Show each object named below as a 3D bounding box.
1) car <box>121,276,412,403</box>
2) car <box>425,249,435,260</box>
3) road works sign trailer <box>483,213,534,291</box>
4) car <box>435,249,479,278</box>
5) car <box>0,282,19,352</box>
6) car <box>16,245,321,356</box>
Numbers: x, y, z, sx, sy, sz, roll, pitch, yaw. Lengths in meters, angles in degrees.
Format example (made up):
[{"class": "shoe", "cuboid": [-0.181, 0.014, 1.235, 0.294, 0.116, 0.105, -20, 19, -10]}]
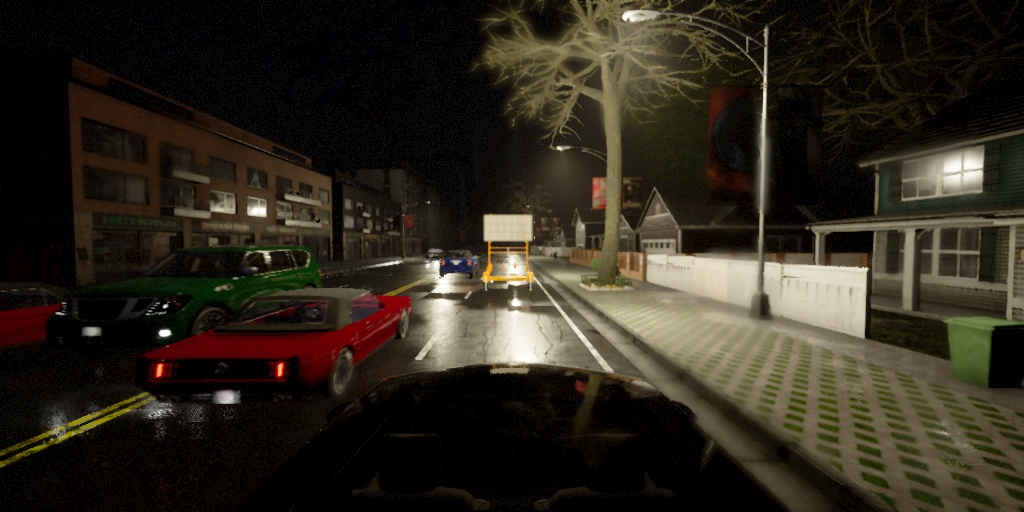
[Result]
[{"class": "car", "cuboid": [-3.201, 1.209, 6.195, 1.895, 1.301, 4.718, 0, 2, -1]}, {"class": "car", "cuboid": [-10.383, -0.232, 48.369, 2.128, 1.511, 4.902, 0, 2, -1]}, {"class": "road works sign trailer", "cuboid": [-0.182, -0.284, 17.384, 2.380, 3.560, 2.880, 0, 0, -1]}, {"class": "car", "cuboid": [-3.408, 0.402, 23.760, 2.097, 1.767, 4.553, 0, 2, -1]}, {"class": "car", "cuboid": [-9.902, 1.206, 6.322, 1.895, 1.301, 4.718, 0, 2, -1]}, {"class": "car", "cuboid": [-6.678, 0.760, 8.421, 2.150, 2.045, 5.566, 0, 2, -1]}]
